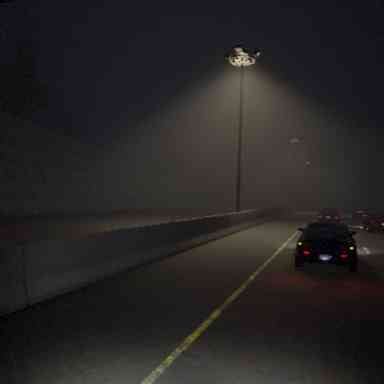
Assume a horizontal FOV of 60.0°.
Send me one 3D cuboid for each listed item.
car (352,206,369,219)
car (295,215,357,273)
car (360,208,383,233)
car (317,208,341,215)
[{"bbox_3d":[19.384,2.407,37.906,2.128,1.511,4.902,2,0,23],"label":"car"},{"bbox_3d":[4.754,1.771,11.804,1.812,1.442,4.674,2,0,23],"label":"car"},{"bbox_3d":[13.688,2.190,24.193,1.994,1.385,4.181,2,0,23],"label":"car"},{"bbox_3d":[12.091,2.165,29.475,2.033,1.411,5.357,2,0,23],"label":"car"}]
